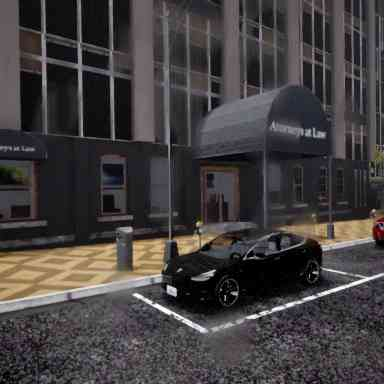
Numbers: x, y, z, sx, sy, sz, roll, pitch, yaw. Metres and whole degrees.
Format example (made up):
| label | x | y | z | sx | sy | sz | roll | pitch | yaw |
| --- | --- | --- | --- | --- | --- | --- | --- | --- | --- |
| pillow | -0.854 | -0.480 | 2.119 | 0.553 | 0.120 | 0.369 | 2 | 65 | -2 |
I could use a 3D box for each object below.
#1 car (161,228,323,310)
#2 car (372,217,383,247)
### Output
| label | x | y | z | sx | sy | sz | roll | pitch | yaw |
| --- | --- | --- | --- | --- | --- | --- | --- | --- | --- |
| car | 1.342 | 1.564 | 7.824 | 4.313 | 1.339 | 1.947 | 0 | -1 | -37 |
| car | 9.615 | 1.310 | 14.030 | 5.009 | 1.841 | 2.192 | 0 | -1 | -37 |
